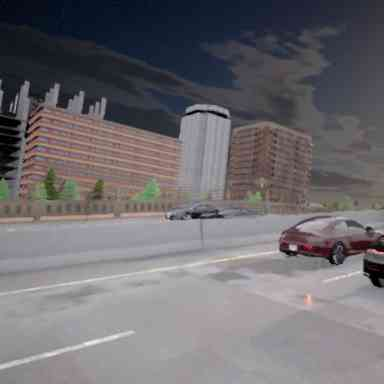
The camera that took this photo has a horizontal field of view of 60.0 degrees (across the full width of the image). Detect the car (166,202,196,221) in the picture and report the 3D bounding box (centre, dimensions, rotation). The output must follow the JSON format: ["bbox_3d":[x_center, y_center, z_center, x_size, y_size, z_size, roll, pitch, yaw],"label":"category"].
[{"bbox_3d":[0.279,1.515,25.679,4.902,1.511,2.128,0,0,-35],"label":"car"}]

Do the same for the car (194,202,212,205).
[{"bbox_3d":[2.554,1.587,23.002,4.181,1.385,1.994,0,0,-35],"label":"car"}]

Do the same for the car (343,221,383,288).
[{"bbox_3d":[6.075,1.508,8.076,4.902,1.511,2.128,0,0,-35],"label":"car"}]

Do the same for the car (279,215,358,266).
[{"bbox_3d":[4.998,1.544,11.606,4.674,1.442,1.812,0,0,-35],"label":"car"}]

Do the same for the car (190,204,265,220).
[{"bbox_3d":[2.314,1.585,18.535,4.181,1.385,1.994,0,0,-35],"label":"car"}]
